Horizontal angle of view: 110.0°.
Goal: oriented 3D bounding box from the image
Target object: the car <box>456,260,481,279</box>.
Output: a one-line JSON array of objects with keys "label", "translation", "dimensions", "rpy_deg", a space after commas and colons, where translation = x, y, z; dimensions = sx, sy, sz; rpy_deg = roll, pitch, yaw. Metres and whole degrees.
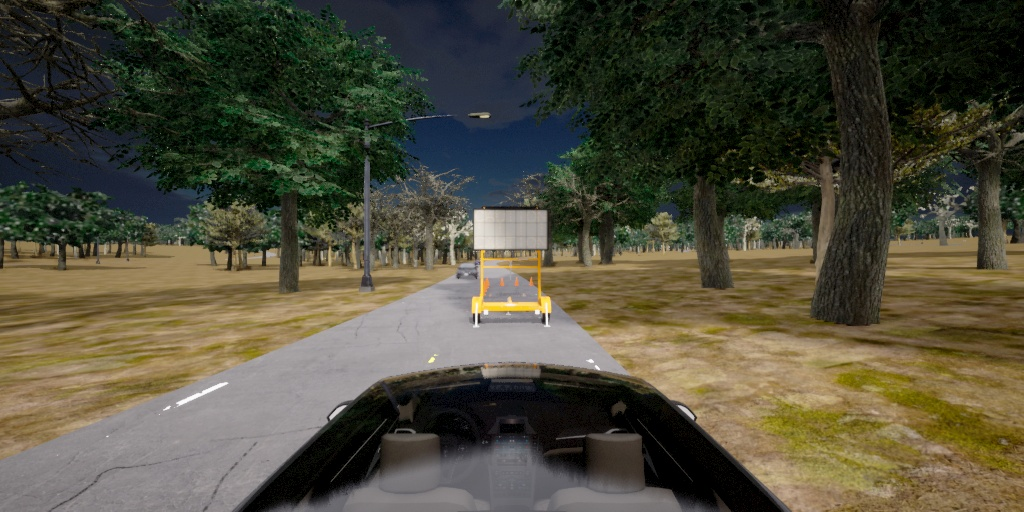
[{"label": "car", "translation": [-4.036, 1.332, 32.881], "dimensions": [1.812, 1.442, 4.674], "rpy_deg": [0, 0, -3]}]

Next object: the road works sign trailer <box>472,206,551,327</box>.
[{"label": "road works sign trailer", "translation": [-0.046, 0.225, 11.523], "dimensions": [2.380, 3.560, 2.880], "rpy_deg": [0, 0, -2]}]
